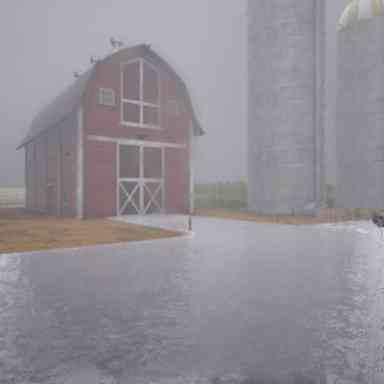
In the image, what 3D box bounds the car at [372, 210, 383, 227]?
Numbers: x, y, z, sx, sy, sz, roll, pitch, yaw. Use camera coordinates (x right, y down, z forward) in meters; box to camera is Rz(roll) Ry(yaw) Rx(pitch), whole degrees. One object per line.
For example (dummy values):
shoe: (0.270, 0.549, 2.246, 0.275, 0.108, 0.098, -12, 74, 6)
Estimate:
car: (13.371, 1.531, 20.241, 1.994, 1.381, 4.181, 0, 0, -36)
